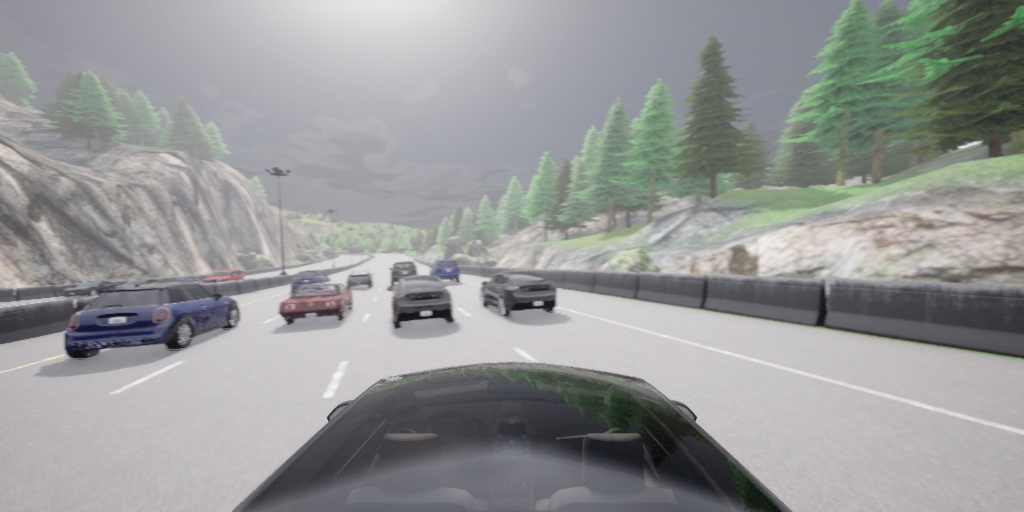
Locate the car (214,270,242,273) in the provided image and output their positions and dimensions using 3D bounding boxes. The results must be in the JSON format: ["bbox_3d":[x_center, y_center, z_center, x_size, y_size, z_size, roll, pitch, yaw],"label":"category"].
[{"bbox_3d":[-30.052,2.525,37.618,2.150,2.045,5.566,-2,0,-18],"label":"car"}]

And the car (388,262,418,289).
[{"bbox_3d":[-9.407,1.517,31.205,2.150,2.045,5.566,-2,0,-18],"label":"car"}]

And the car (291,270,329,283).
[{"bbox_3d":[-15.862,1.906,28.463,2.097,1.767,4.553,-2,0,-18],"label":"car"}]

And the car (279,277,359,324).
[{"bbox_3d":[-7.405,1.726,14.074,1.895,1.301,4.718,-2,0,-18],"label":"car"}]

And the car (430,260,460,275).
[{"bbox_3d":[-6.107,1.384,32.365,2.150,2.045,5.566,-2,0,-18],"label":"car"}]

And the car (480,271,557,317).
[{"bbox_3d":[0.073,1.312,13.730,1.837,1.490,4.892,-2,0,-18],"label":"car"}]

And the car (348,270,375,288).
[{"bbox_3d":[-12.896,1.932,30.647,2.128,1.511,4.902,-2,0,-18],"label":"car"}]

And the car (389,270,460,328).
[{"bbox_3d":[-3.234,1.446,12.592,1.837,1.490,4.892,-2,0,-18],"label":"car"}]

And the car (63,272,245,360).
[{"bbox_3d":[-9.875,1.562,10.378,2.097,1.767,4.553,-2,0,-18],"label":"car"}]
